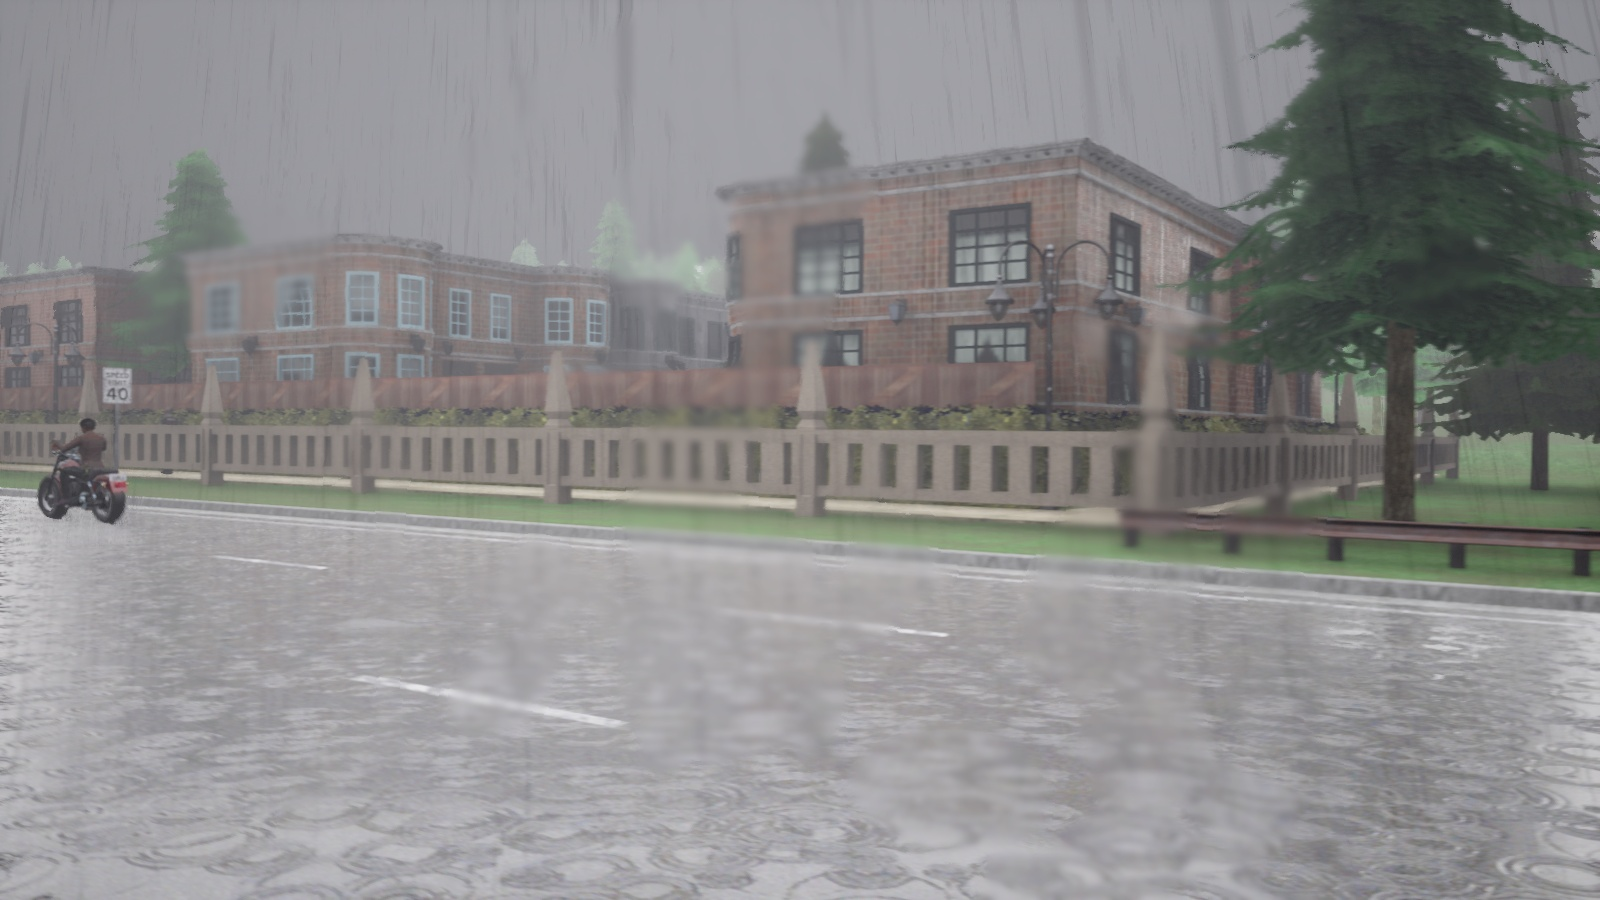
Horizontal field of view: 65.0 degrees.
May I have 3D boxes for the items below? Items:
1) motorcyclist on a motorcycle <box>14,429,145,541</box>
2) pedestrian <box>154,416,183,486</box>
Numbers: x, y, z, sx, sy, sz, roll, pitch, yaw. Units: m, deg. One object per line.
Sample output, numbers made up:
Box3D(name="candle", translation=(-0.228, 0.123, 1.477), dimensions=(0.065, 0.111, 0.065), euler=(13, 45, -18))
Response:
Box3D(name="motorcyclist on a motorcycle", translation=(-11.175, 0.517, 19.450), dimensions=(2.350, 1.649, 0.766), euler=(0, 1, 34))
Box3D(name="pedestrian", translation=(-16.923, 0.034, 33.643), dimensions=(0.720, 1.854, 0.376), euler=(0, 1, 34))
